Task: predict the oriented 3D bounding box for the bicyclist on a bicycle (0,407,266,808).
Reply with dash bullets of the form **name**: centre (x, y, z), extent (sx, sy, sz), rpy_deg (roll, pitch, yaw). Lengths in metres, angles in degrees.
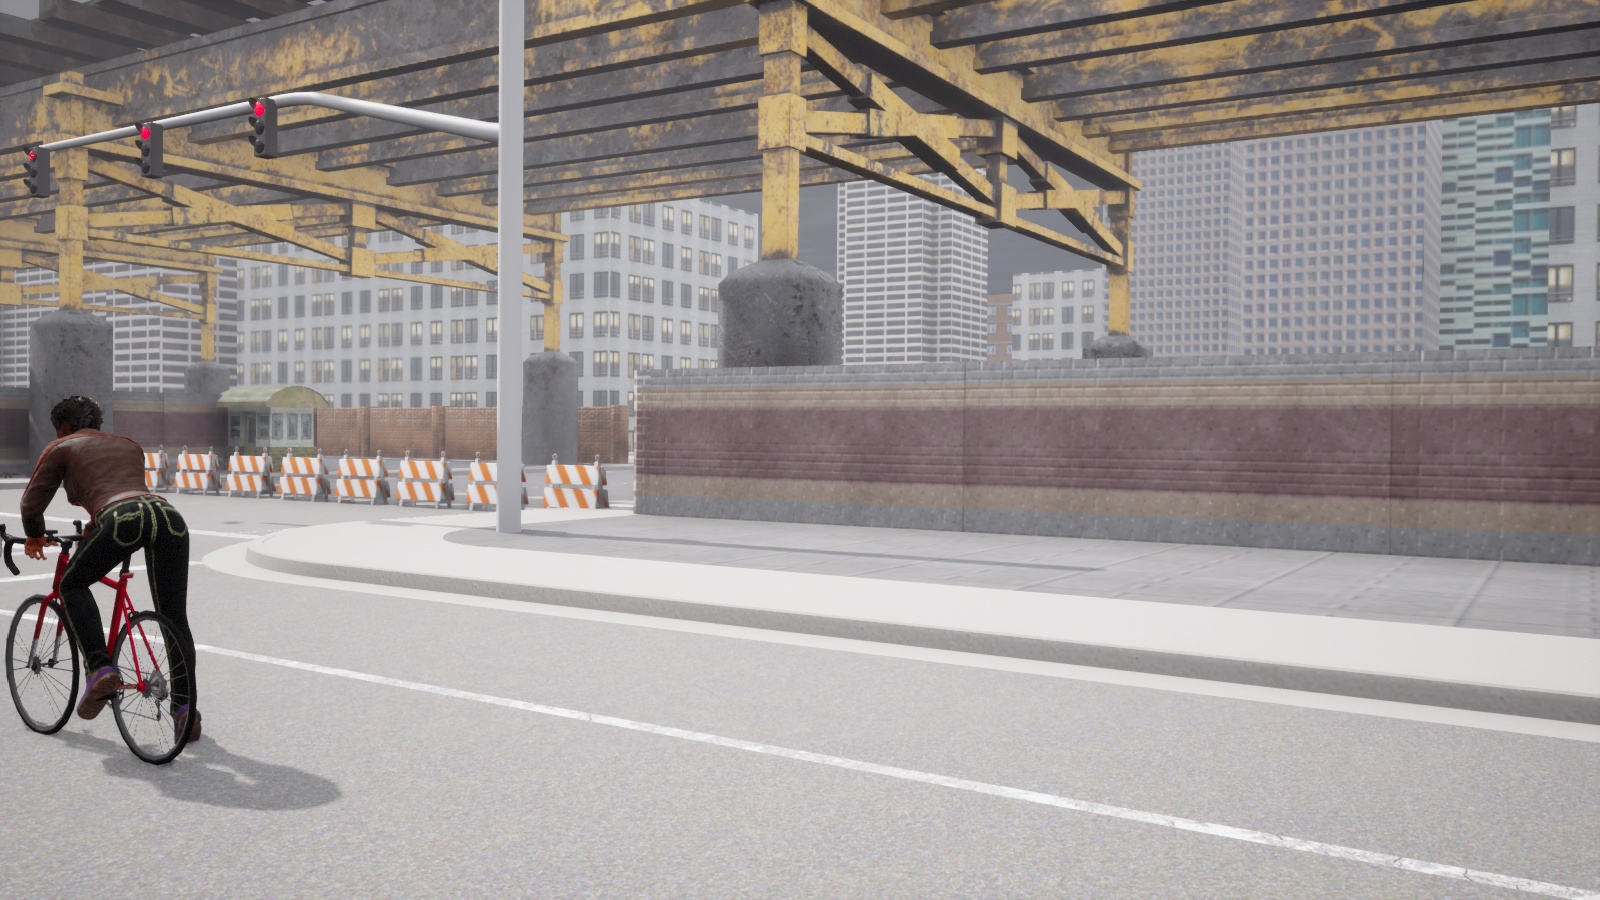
- **bicyclist on a bicycle**: centre (-3.227, 0.635, 5.764), extent (1.656, 1.620, 0.582), rpy_deg (0, 1, 34)
